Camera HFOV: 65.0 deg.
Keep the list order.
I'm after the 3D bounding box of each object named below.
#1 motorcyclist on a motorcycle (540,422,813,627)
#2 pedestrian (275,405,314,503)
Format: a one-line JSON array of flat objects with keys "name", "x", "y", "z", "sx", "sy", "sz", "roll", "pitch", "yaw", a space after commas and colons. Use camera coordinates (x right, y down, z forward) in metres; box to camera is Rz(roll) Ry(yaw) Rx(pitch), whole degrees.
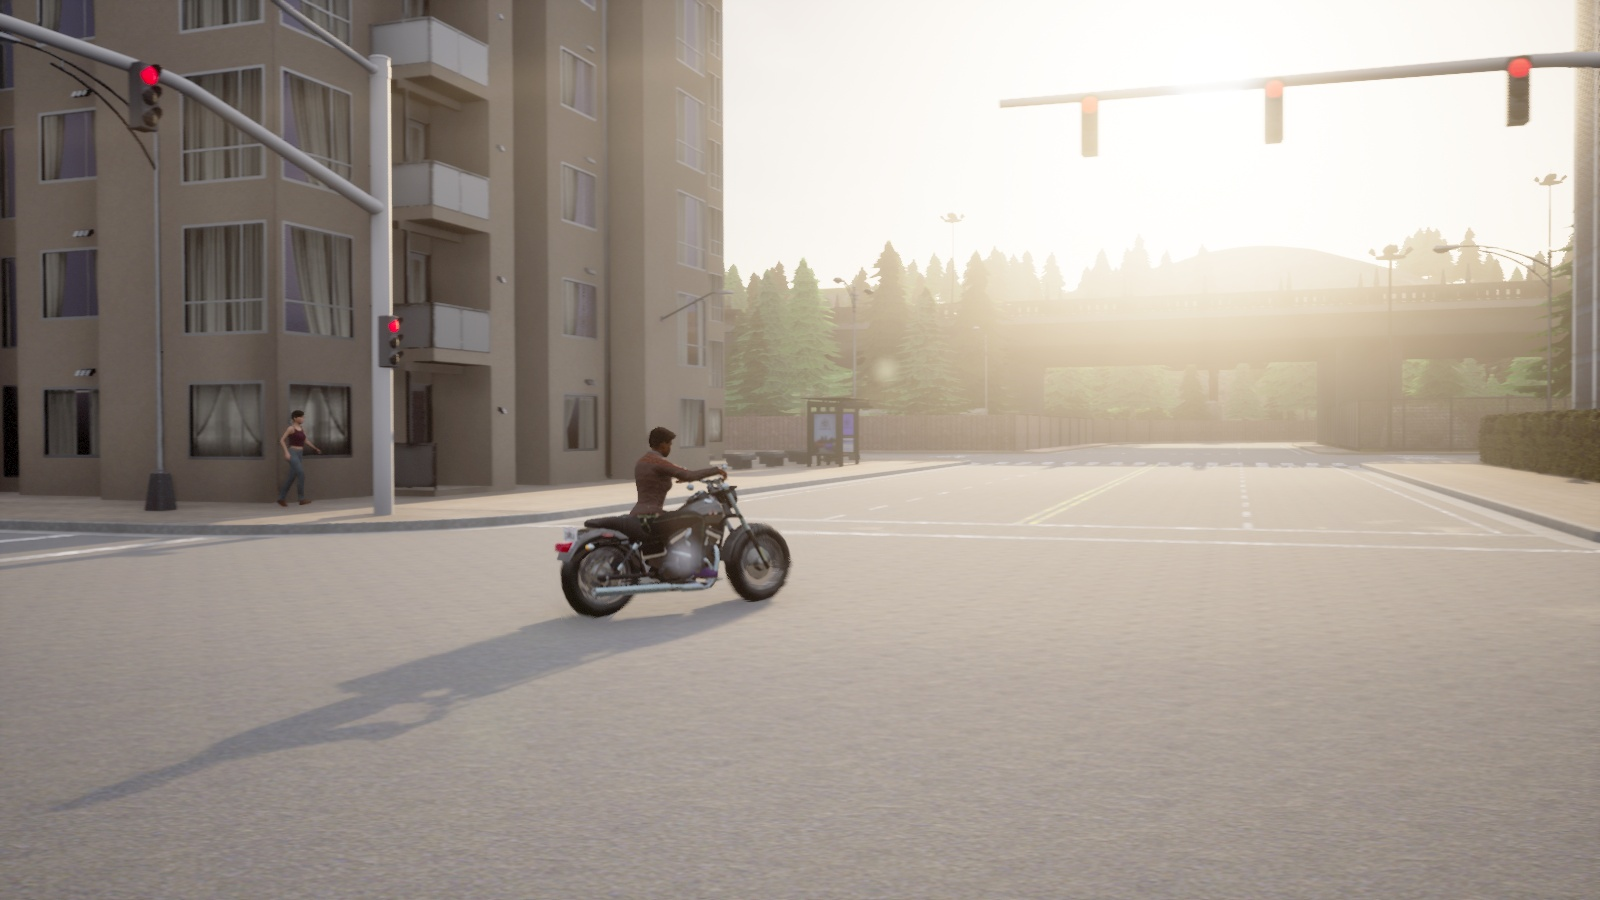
[{"name": "motorcyclist on a motorcycle", "x": -1.046, "y": 0.595, "z": 11.103, "sx": 2.350, "sy": 1.649, "sz": 0.766, "roll": 0, "pitch": 0, "yaw": -37}, {"name": "pedestrian", "x": -9.571, "y": 0.068, "z": 23.781, "sx": 0.594, "sy": 1.836, "sz": 0.345, "roll": 0, "pitch": 1, "yaw": 8}]
